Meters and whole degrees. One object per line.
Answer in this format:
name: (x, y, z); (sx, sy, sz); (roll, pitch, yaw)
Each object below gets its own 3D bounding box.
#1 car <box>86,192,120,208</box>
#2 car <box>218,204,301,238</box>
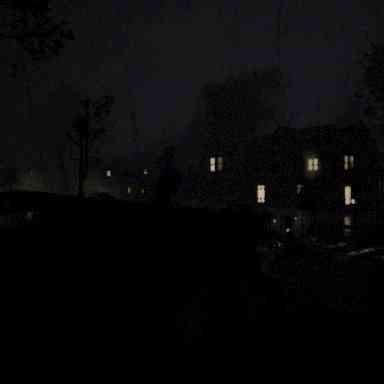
car: (-8.815, 0.697, 32.395); (2.033, 1.411, 5.357); (-1, 2, -36)
car: (2.864, 1.280, 16.177); (1.895, 1.301, 4.718); (-1, 2, -36)
